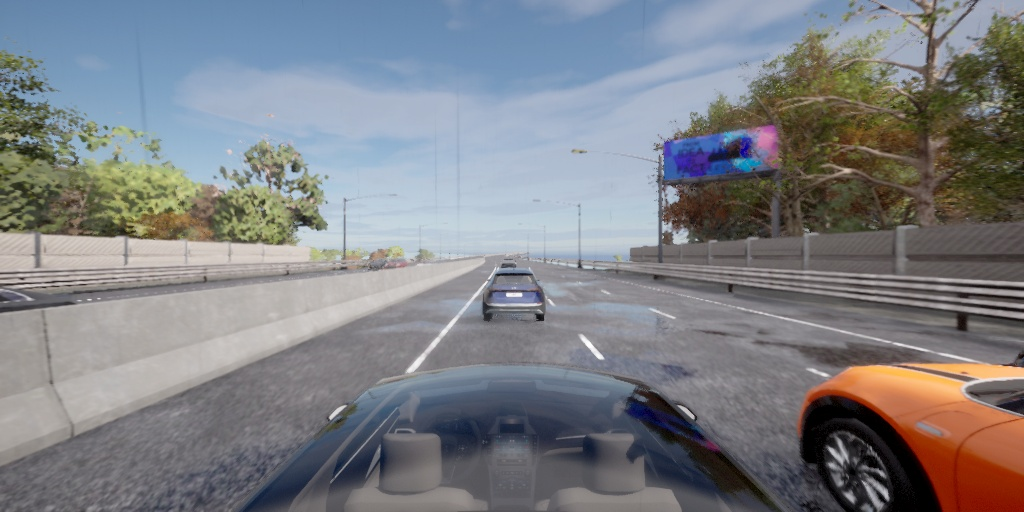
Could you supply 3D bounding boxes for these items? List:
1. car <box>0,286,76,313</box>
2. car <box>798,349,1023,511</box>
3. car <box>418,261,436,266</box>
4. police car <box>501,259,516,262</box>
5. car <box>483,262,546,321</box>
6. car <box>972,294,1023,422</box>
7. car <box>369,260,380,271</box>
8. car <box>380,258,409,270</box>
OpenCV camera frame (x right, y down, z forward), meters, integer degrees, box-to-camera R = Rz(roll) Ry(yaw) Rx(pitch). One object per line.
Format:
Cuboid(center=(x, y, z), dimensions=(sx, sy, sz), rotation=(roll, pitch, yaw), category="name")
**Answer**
Cuboid(center=(-10.616, 1.245, 5.940), dimensions=(2.128, 1.511, 4.902), rotation=(0, 0, 0), category="car")
Cuboid(center=(3.591, 1.101, 1.286), dimensions=(2.097, 1.767, 4.553), rotation=(0, 0, 0), category="car")
Cuboid(center=(-11.219, 1.335, 47.891), dimensions=(1.895, 1.301, 4.718), rotation=(0, 0, -1), category="car")
Cuboid(center=(-0.431, 1.159, 43.826), dimensions=(1.930, 1.638, 5.238), rotation=(0, 0, -1), category="police car")
Cuboid(center=(0.051, 1.180, 12.529), dimensions=(2.033, 1.649, 4.856), rotation=(0, 0, 0), category="car")
Cuboid(center=(7.091, 1.253, 2.366), dimensions=(1.837, 1.490, 4.892), rotation=(0, 0, 0), category="car")
Cuboid(center=(-18.259, 1.240, 49.833), dimensions=(1.837, 1.490, 4.892), rotation=(0, 0, -1), category="car")
Cuboid(center=(-14.658, 1.088, 45.649), dimensions=(2.097, 1.767, 4.553), rotation=(0, 0, -1), category="car")
